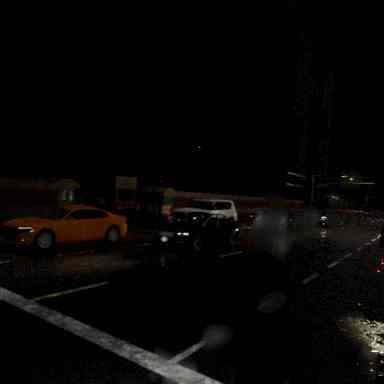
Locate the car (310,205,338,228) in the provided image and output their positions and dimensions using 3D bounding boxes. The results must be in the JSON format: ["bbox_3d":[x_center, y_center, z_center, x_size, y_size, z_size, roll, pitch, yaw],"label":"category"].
[{"bbox_3d":[12.006,2.358,31.214,2.097,1.767,4.553,3,-1,35],"label":"car"}]

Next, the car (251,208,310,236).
[{"bbox_3d":[6.184,1.923,22.911,2.097,1.767,4.553,3,-1,35],"label":"car"}]

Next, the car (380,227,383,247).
[{"bbox_3d":[12.450,2.285,19.507,2.097,1.767,4.553,3,0,35],"label":"car"}]

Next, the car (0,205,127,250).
[{"bbox_3d":[-4.835,1.272,13.271,1.882,1.535,5.008,3,-1,35],"label":"car"}]

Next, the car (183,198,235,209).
[{"bbox_3d":[0.864,1.441,21.400,2.150,2.045,5.566,3,-1,35],"label":"car"}]

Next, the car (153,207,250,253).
[{"bbox_3d":[0.365,1.627,14.610,2.128,1.511,4.902,3,-1,35],"label":"car"}]
